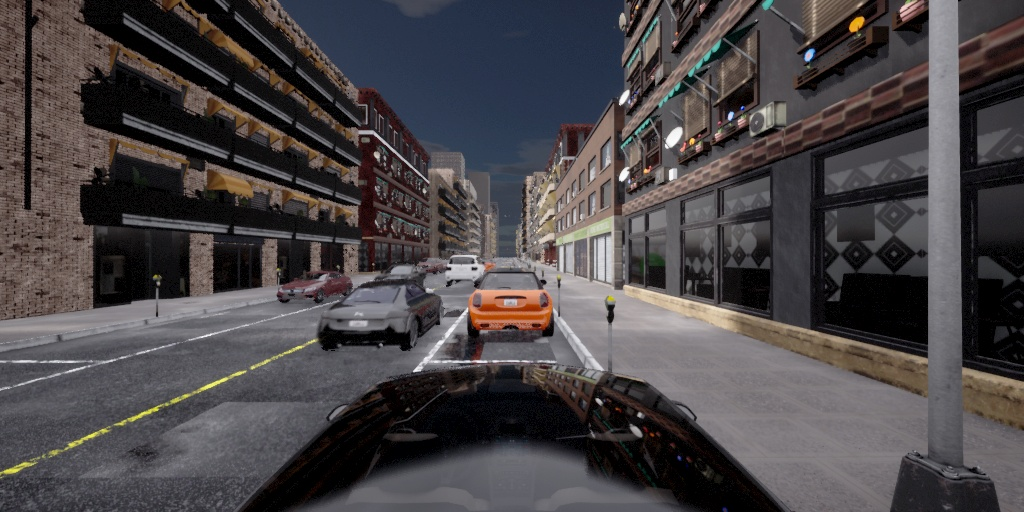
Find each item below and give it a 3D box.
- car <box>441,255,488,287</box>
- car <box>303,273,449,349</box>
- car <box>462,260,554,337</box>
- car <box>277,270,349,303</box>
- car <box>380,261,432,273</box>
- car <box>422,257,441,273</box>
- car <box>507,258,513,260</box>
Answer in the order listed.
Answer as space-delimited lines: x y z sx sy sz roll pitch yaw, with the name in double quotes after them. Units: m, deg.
-3.144 0.971 24.999 2.150 2.045 5.566 0 0 0 "car"
-3.047 1.314 9.118 1.994 1.385 4.181 0 0 0 "car"
-0.032 1.103 10.469 2.097 1.767 4.553 0 0 0 "car"
-8.837 1.333 16.462 1.802 1.307 4.207 0 0 0 "car"
-6.246 1.228 20.478 1.882 1.535 5.008 0 0 0 "car"
-8.837 1.064 39.007 2.192 1.841 5.009 0 0 0 "car"
-0.456 1.275 39.173 1.751 1.417 4.829 0 0 0 "car"
